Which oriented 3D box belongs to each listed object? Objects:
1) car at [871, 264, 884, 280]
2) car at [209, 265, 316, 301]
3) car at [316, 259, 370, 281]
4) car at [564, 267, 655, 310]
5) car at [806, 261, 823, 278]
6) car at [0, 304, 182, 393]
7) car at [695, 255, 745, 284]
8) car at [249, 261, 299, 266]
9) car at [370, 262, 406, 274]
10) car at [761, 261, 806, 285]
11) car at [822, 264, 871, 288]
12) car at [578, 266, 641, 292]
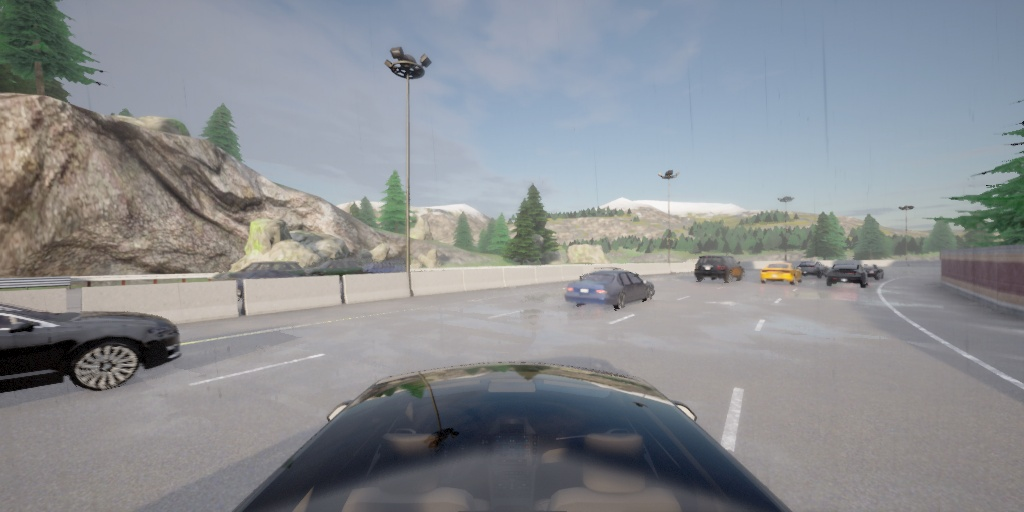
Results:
[{"bbox_3d":[30.450,1.348,30.844,4.718,1.301,1.895,0,0,-39],"label":"car"},{"bbox_3d":[-11.998,1.313,16.895,1.994,1.385,4.181,0,0,36],"label":"car"},{"bbox_3d":[-13.390,1.100,26.628,2.097,1.767,4.553,0,0,39],"label":"car"},{"bbox_3d":[4.194,1.296,14.816,2.033,1.411,5.357,0,0,39],"label":"car"},{"bbox_3d":[27.759,1.238,33.148,4.902,1.511,2.128,0,0,-39],"label":"car"},{"bbox_3d":[-7.527,1.242,4.542,2.128,1.511,4.902,0,0,33],"label":"car"},{"bbox_3d":[16.001,0.969,27.563,5.566,2.045,2.150,0,0,-44],"label":"car"},{"bbox_3d":[-14.016,1.101,20.052,2.097,1.767,4.553,0,0,37],"label":"car"},{"bbox_3d":[-12.502,1.295,33.305,2.033,1.411,5.357,0,0,40],"label":"car"},{"bbox_3d":[19.802,1.225,26.292,5.008,1.535,1.882,0,0,-44],"label":"car"},{"bbox_3d":[22.496,1.252,24.024,4.892,1.490,1.837,0,0,-43],"label":"car"},{"bbox_3d":[6.216,1.349,22.522,1.895,1.301,4.718,0,0,42],"label":"car"}]
